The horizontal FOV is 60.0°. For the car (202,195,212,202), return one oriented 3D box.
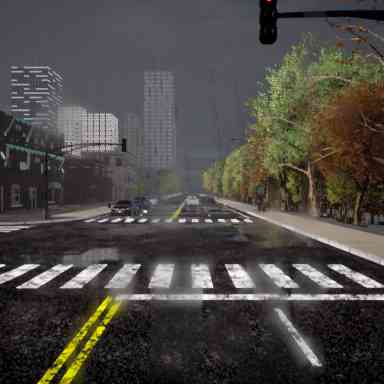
[{"bbox_3d":[3.317,1.506,74.413,2.033,1.411,5.357,0,0,0],"label":"car"}]

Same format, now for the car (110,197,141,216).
[{"bbox_3d":[-6.566,1.514,32.553,1.812,1.442,4.674,0,0,0],"label":"car"}]

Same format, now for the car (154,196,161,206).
[{"bbox_3d":[-6.540,1.503,53.040,1.812,1.442,4.674,0,0,0],"label":"car"}]

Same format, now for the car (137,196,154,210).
[{"bbox_3d":[-6.554,1.335,42.746,2.097,1.767,4.553,0,0,0],"label":"car"}]

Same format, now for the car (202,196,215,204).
[{"bbox_3d":[3.401,1.519,63.759,2.033,1.411,5.357,0,0,0],"label":"car"}]

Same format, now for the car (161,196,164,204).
[{"bbox_3d":[-6.493,1.464,63.482,2.128,1.511,4.902,0,0,1],"label":"car"}]

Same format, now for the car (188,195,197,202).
[{"bbox_3d":[0.074,1.443,74.833,1.882,1.535,5.008,0,0,0],"label":"car"}]

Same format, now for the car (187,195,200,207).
[{"bbox_3d":[0.142,1.504,52.140,1.812,1.442,4.674,0,0,0],"label":"car"}]
